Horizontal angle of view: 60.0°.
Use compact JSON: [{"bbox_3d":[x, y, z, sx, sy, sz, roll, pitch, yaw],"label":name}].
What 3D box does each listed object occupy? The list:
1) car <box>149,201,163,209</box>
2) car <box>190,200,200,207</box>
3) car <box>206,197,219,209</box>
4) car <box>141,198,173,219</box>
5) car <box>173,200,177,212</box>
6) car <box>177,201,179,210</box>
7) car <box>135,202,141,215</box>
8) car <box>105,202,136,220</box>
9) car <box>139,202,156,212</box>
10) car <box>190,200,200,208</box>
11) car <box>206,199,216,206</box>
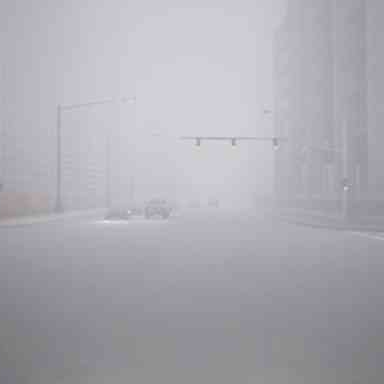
[{"bbox_3d":[-6.609,2.324,61.432,1.812,1.442,4.674,0,-1,1],"label":"car"},{"bbox_3d":[0.659,2.472,73.080,2.128,1.511,4.902,0,-1,1],"label":"car"},{"bbox_3d":[3.966,2.032,62.550,2.150,2.045,5.566,0,-1,1],"label":"car"},{"bbox_3d":[-3.609,1.681,35.343,2.150,2.045,5.566,0,-1,1],"label":"car"},{"bbox_3d":[-3.435,2.093,45.254,1.837,1.490,4.892,0,-1,1],"label":"car"},{"bbox_3d":[-3.236,2.072,55.410,2.097,1.767,4.553,0,-1,1],"label":"car"},{"bbox_3d":[-7.011,2.019,41.595,1.882,1.535,5.008,0,-1,1],"label":"car"},{"bbox_3d":[-7.158,1.991,32.768,1.994,1.385,4.181,0,-1,1],"label":"car"},{"bbox_3d":[-6.817,2.234,51.511,1.994,1.385,4.181,0,-1,1],"label":"car"},{"bbox_3d":[0.577,2.384,63.207,1.994,1.385,4.181,0,-1,1],"label":"car"},{"bbox_3d":[4.160,2.364,73.158,1.837,1.490,4.892,0,-1,1],"label":"car"}]
